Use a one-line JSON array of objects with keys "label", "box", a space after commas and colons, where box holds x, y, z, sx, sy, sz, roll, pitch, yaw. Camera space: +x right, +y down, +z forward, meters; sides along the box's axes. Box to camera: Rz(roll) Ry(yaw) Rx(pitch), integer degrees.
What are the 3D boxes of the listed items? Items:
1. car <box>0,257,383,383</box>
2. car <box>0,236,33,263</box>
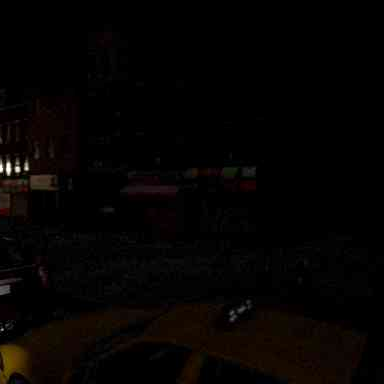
[{"label": "car", "box": [0.132, 1.526, 2.707, 4.829, 1.417, 1.752, 0, 1, 35]}, {"label": "car", "box": [-4.309, 1.442, 5.871, 4.097, 1.590, 1.967, 0, 1, 35]}]
